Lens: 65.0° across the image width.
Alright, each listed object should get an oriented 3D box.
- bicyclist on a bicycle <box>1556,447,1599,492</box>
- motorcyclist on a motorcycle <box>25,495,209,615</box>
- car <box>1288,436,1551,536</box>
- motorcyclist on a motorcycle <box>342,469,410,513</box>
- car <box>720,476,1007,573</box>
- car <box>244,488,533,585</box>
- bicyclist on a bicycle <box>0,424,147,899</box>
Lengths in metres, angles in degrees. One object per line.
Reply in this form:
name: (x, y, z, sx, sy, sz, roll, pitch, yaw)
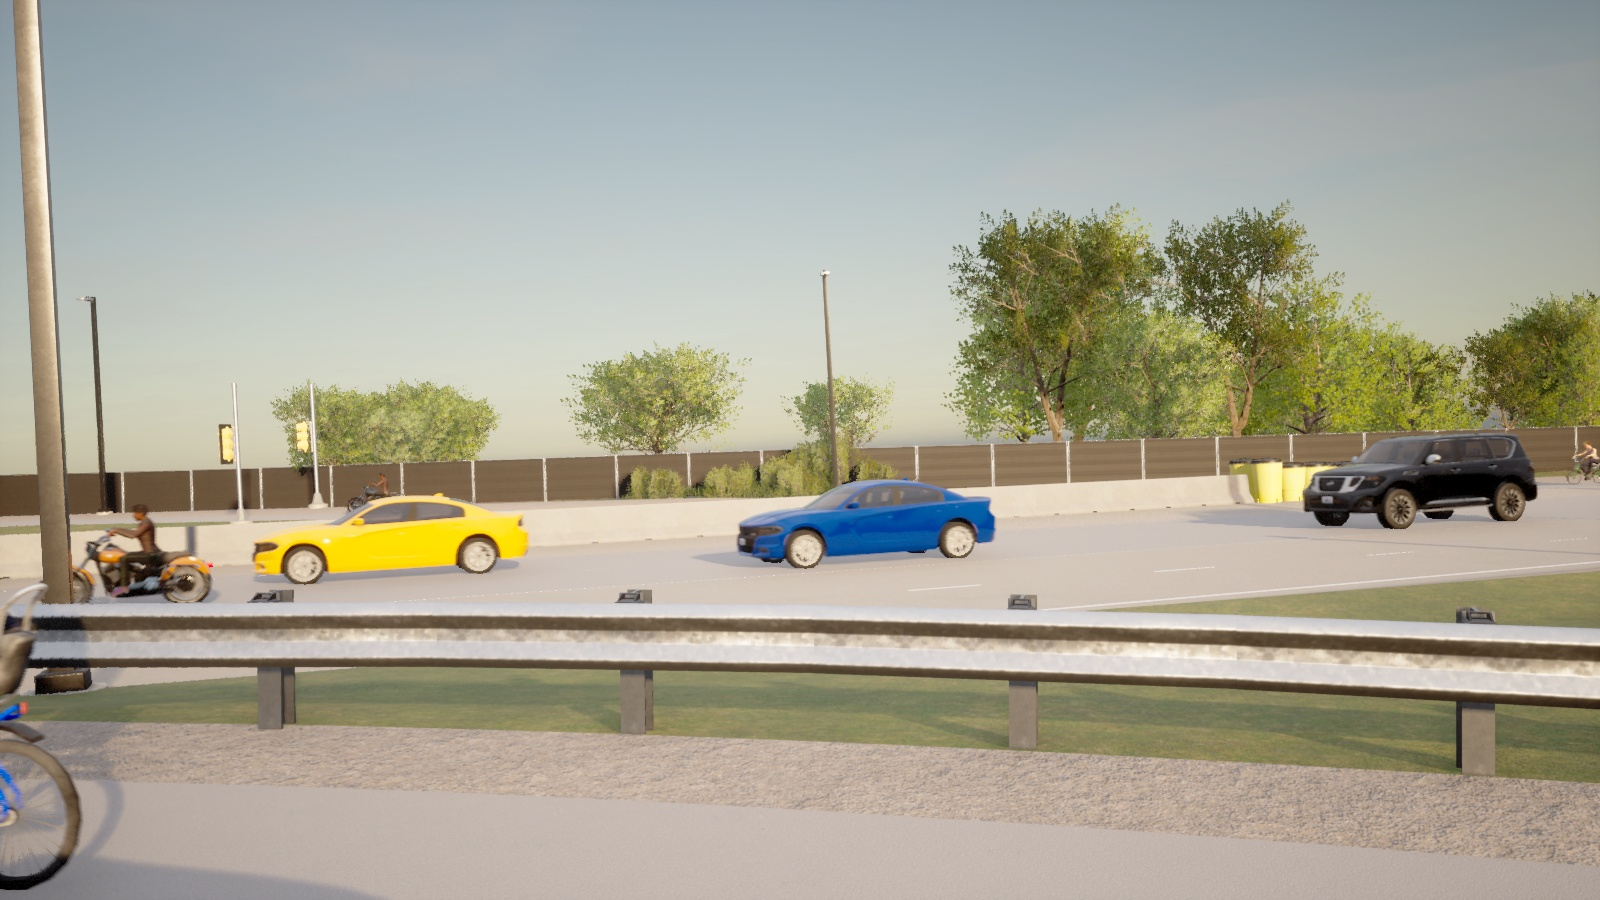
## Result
bicyclist on a bicycle: (28.752, 0.696, 46.028, 1.509, 1.612, 0.866, -1, 0, -3)
motorcyclist on a motorcycle: (-10.336, 1.566, 19.121, 2.350, 1.649, 0.766, -1, -1, -21)
car: (14.154, 0.775, 28.696, 5.566, 2.045, 2.150, -1, -1, -21)
motorcyclist on a motorcycle: (-16.094, 1.551, 47.687, 2.350, 1.649, 0.766, -1, 0, 6)
car: (1.196, 1.332, 23.627, 5.008, 1.535, 1.882, -1, -1, -21)
car: (-7.777, 1.575, 23.877, 5.008, 1.535, 1.882, -1, -1, -21)
bicyclist on a bicycle: (-3.316, 0.722, 4.468, 1.509, 1.612, 0.866, 0, 1, 8)
